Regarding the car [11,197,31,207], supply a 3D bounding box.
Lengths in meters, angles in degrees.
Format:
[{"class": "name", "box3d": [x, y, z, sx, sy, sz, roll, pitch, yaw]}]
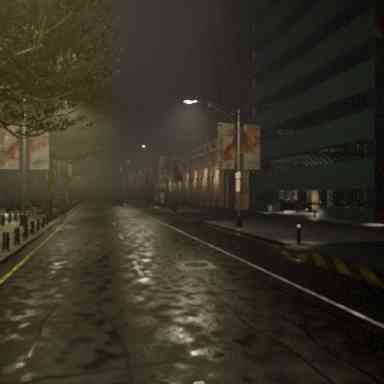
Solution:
[{"class": "car", "box3d": [-28.268, 1.588, 55.166, 1.882, 1.535, 5.008, 0, 0, -15]}]

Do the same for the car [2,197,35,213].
[{"class": "car", "box3d": [-19.901, 1.583, 38.353, 1.837, 1.490, 4.892, 0, -1, -16]}]

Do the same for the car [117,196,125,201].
[{"class": "car", "box3d": [-19.767, 1.845, 92.371, 1.895, 1.301, 4.718, 0, 0, -16]}]

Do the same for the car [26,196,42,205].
[{"class": "car", "box3d": [-31.304, 1.663, 66.136, 2.128, 1.511, 4.902, 0, 0, -16]}]

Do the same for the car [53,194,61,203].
[{"class": "car", "box3d": [-27.017, 1.365, 63.848, 2.150, 2.045, 5.566, 0, 0, -16]}]

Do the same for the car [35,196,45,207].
[{"class": "car", "box3d": [-22.967, 1.581, 49.211, 1.882, 1.535, 5.008, 0, 0, -16]}]

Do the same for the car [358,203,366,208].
[{"class": "car", "box3d": [23.314, 1.653, 41.798, 1.895, 1.301, 4.718, 0, 0, -16]}]

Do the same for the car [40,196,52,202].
[{"class": "car", "box3d": [-35.464, 1.713, 80.824, 2.033, 1.411, 5.357, 0, 0, -16]}]

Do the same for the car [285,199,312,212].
[{"class": "car", "box3d": [12.043, 1.568, 39.023, 2.161, 1.482, 4.786, 0, 0, -16]}]

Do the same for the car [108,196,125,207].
[{"class": "car", "box3d": [-12.453, 1.673, 54.939, 1.812, 1.442, 4.674, 0, 0, -16]}]

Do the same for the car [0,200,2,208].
[{"class": "car", "box3d": [-26.390, 1.626, 43.915, 2.033, 1.411, 5.357, 0, 0, 3]}]

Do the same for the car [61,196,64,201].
[{"class": "car", "box3d": [-31.047, 1.702, 78.073, 2.128, 1.511, 4.902, 0, 0, -16]}]
